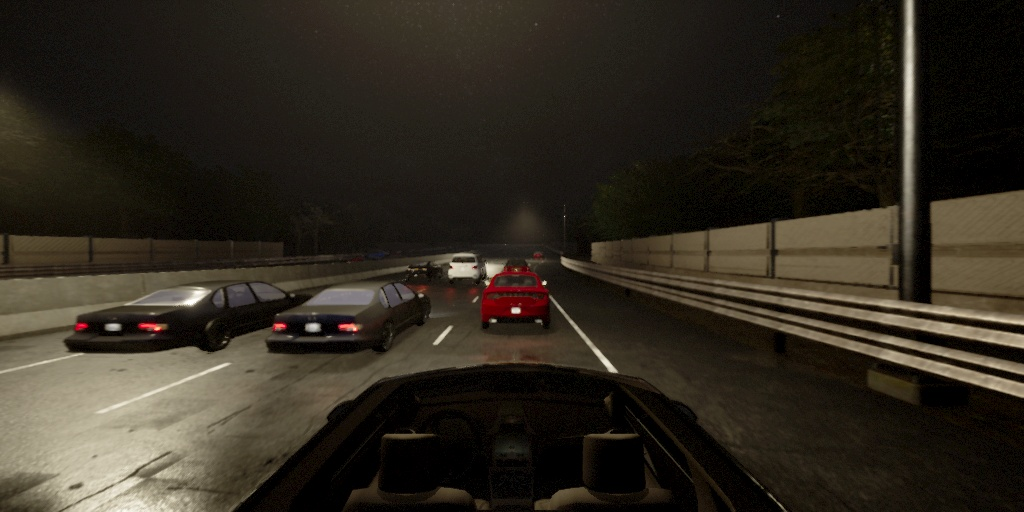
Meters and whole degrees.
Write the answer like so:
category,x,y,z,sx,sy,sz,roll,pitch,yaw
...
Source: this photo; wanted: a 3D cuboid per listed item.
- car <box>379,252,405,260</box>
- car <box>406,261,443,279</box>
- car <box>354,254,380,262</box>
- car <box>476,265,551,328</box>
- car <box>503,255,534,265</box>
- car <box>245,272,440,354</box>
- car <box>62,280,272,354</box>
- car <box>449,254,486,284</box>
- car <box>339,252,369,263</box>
category,x,y,z,sx,sy,sz,roll,pitch,yaw
car,-16.516,0.609,50.760,1.882,1.535,5.008,0,2,3
car,-6.623,1.116,27.405,2.128,1.511,4.902,0,1,2
car,-20.010,0.731,50.956,1.895,1.301,4.718,0,1,3
car,0.119,1.216,11.411,1.882,1.535,5.008,0,0,0
car,0.369,0.979,26.976,2.097,1.767,4.553,0,1,2
car,-3.427,1.289,8.752,2.033,1.411,5.357,0,0,1
car,-6.926,1.288,8.776,2.033,1.411,5.357,0,0,1
car,-3.156,0.862,26.242,2.150,2.045,5.566,0,1,2
car,-23.422,0.565,52.701,1.882,1.535,5.008,0,2,3
